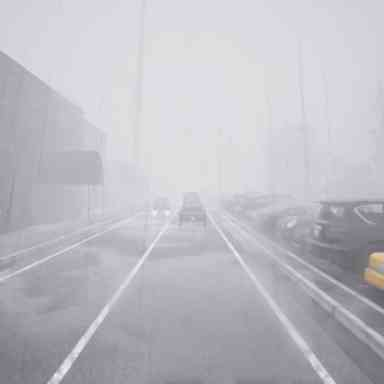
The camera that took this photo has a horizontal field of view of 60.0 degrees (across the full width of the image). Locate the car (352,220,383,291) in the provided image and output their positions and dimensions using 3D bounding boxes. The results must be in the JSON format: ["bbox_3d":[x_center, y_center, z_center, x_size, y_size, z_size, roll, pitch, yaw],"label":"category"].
[{"bbox_3d":[6.276,1.456,6.385,5.366,1.575,1.946,0,0,0],"label":"car"}]

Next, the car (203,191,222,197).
[{"bbox_3d":[5.389,0.544,88.718,4.892,1.521,2.231,0,1,0],"label":"car"}]

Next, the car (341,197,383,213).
[{"bbox_3d":[18.498,1.340,34.892,4.792,1.488,2.163,0,1,0],"label":"car"}]

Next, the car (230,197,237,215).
[{"bbox_3d":[5.982,1.447,29.012,4.674,1.452,2.002,0,1,0],"label":"car"}]

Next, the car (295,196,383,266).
[{"bbox_3d":[6.106,1.210,9.211,5.566,2.045,2.435,0,0,0],"label":"car"}]

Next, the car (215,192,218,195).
[{"bbox_3d":[5.899,1.166,45.963,4.674,1.452,2.002,0,1,0],"label":"car"}]

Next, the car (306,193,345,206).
[{"bbox_3d":[18.444,1.000,46.058,4.553,1.767,2.185,0,1,0],"label":"car"}]

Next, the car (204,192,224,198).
[{"bbox_3d":[5.441,0.686,83.153,4.674,1.452,2.002,0,1,0],"label":"car"}]

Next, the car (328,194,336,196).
[{"bbox_3d":[18.522,1.267,37.590,4.892,1.521,2.231,0,1,0],"label":"car"}]

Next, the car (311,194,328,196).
[{"bbox_3d":[18.483,1.170,43.361,5.008,1.535,2.097,0,1,0],"label":"car"}]

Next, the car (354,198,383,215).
[{"bbox_3d":[18.511,1.387,32.068,4.792,1.488,2.163,0,1,0],"label":"car"}]

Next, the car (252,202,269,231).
[{"bbox_3d":[6.030,1.471,17.687,5.008,1.535,2.097,0,0,0],"label":"car"}]

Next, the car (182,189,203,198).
[{"bbox_3d":[-0.088,0.986,41.369,2.150,2.045,5.566,0,0,0],"label":"car"}]

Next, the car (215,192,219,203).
[{"bbox_3d":[6.095,1.170,43.138,5.366,1.575,1.946,0,1,0],"label":"car"}]

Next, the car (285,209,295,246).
[{"bbox_3d":[6.066,1.505,12.035,4.674,1.452,2.002,0,0,0],"label":"car"}]

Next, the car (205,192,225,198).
[{"bbox_3d":[5.488,0.727,80.370,4.792,1.488,2.163,0,1,0],"label":"car"}]

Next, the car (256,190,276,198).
[{"bbox_3d":[18.548,0.519,83.375,4.553,1.767,2.185,0,1,0],"label":"car"}]

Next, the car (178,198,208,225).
[{"bbox_3d":[0.037,1.444,23.379,2.128,1.511,4.902,0,0,0],"label":"car"}]

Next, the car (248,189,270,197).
[{"bbox_3d":[18.481,0.239,91.726,5.566,2.045,2.435,0,1,0],"label":"car"}]

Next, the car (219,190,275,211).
[{"bbox_3d":[5.924,1.062,34.657,5.566,2.045,2.435,0,1,0],"label":"car"}]

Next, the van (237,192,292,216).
[{"bbox_3d":[6.109,1.222,26.303,4.442,1.987,1.878,0,1,0],"label":"van"}]

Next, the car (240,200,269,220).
[{"bbox_3d":[6.010,1.512,23.347,4.674,1.452,2.002,0,0,0],"label":"car"}]

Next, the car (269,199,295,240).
[{"bbox_3d":[6.081,1.342,14.861,4.553,1.767,2.185,0,0,0],"label":"car"}]

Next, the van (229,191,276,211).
[{"bbox_3d":[6.082,1.134,31.833,4.442,1.987,1.878,0,1,0],"label":"van"}]

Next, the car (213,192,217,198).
[{"bbox_3d":[5.885,1.119,48.788,4.674,1.452,2.002,0,1,0],"label":"car"}]

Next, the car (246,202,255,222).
[{"bbox_3d":[6.019,1.514,20.513,4.674,1.452,2.002,0,0,0],"label":"car"}]

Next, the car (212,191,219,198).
[{"bbox_3d":[5.897,1.062,51.615,4.792,1.488,2.163,0,1,0],"label":"car"}]

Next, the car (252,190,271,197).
[{"bbox_3d":[18.444,0.418,88.819,4.553,1.767,2.185,0,1,0],"label":"car"}]

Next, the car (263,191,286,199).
[{"bbox_3d":[18.550,0.675,74.896,4.553,1.767,2.185,0,1,0],"label":"car"}]

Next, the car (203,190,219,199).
[{"bbox_3d":[5.515,0.838,74.947,4.674,1.452,2.002,1,1,0],"label":"car"}]

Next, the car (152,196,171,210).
[{"bbox_3d":[-3.510,1.301,39.127,1.837,1.490,4.892,0,1,0],"label":"car"}]

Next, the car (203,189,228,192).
[{"bbox_3d":[5.295,0.746,77.585,5.366,1.575,1.946,0,1,0],"label":"car"}]

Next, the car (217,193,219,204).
[{"bbox_3d":[5.919,1.219,40.311,5.008,1.535,2.097,0,1,0],"label":"car"}]
